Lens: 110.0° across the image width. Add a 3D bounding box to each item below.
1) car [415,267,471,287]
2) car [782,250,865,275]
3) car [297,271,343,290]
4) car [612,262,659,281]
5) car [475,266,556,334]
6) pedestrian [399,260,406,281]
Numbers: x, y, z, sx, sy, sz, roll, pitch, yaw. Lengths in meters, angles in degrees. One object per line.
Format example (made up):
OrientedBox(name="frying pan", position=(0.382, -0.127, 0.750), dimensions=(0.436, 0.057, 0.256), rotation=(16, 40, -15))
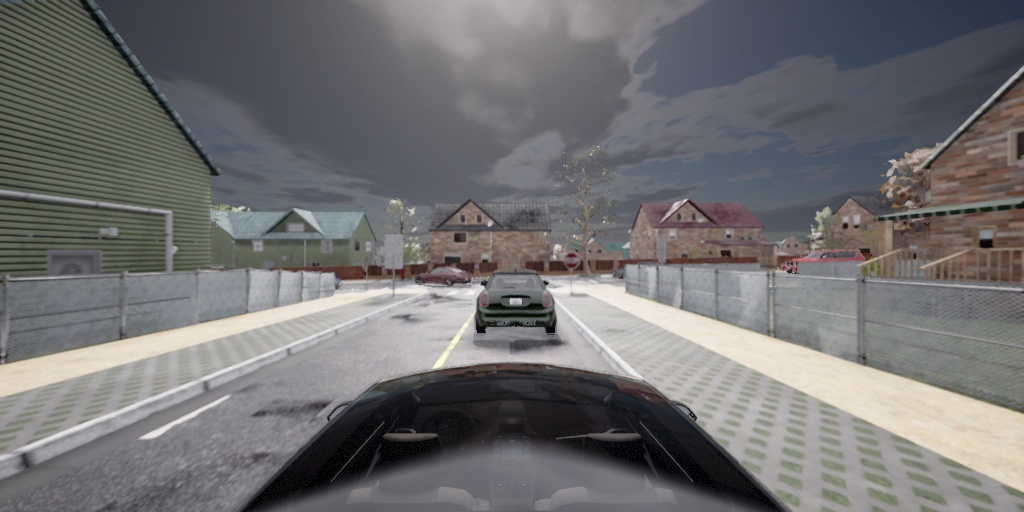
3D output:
OrientedBox(name="car", position=(-5.345, 1.571, 27.666), dimensions=(4.674, 1.442, 1.812), rotation=(-1, -1, 30))
OrientedBox(name="car", position=(24.885, 0.547, 28.675), dimensions=(5.566, 2.045, 2.150), rotation=(-1, 0, 0))
OrientedBox(name="car", position=(-14.620, 1.801, 25.671), dimensions=(4.674, 1.442, 1.812), rotation=(-1, 0, 0))
OrientedBox(name="car", position=(10.356, 1.194, 28.657), dimensions=(4.674, 1.442, 1.812), rotation=(-2, 0, 0))
OrientedBox(name="car", position=(0.095, 1.179, 11.063), dimensions=(2.097, 1.767, 4.553), rotation=(0, -1, 0))
OrientedBox(name="pedestrian", position=(-9.646, 1.263, 31.536), dimensions=(0.375, 1.860, 0.375), rotation=(0, 2, 0))
